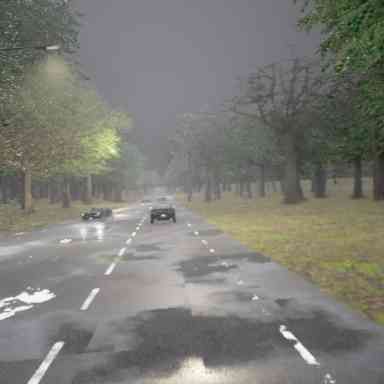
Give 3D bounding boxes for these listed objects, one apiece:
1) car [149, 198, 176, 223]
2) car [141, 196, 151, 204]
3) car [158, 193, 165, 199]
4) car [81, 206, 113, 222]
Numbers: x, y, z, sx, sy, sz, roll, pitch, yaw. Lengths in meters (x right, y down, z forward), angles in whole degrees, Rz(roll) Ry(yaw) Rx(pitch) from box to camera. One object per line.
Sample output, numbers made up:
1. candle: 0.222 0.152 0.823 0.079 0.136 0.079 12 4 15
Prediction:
1. car: -2.359 1.602 27.006 1.882 1.535 5.008 -3 0 -5
2. car: -10.379 1.747 75.613 1.882 1.535 5.008 -3 1 -5
3. car: -7.273 1.595 79.992 1.812 1.442 4.674 -3 1 -5
4. car: -9.184 2.069 32.391 1.895 1.301 4.718 -3 0 1
